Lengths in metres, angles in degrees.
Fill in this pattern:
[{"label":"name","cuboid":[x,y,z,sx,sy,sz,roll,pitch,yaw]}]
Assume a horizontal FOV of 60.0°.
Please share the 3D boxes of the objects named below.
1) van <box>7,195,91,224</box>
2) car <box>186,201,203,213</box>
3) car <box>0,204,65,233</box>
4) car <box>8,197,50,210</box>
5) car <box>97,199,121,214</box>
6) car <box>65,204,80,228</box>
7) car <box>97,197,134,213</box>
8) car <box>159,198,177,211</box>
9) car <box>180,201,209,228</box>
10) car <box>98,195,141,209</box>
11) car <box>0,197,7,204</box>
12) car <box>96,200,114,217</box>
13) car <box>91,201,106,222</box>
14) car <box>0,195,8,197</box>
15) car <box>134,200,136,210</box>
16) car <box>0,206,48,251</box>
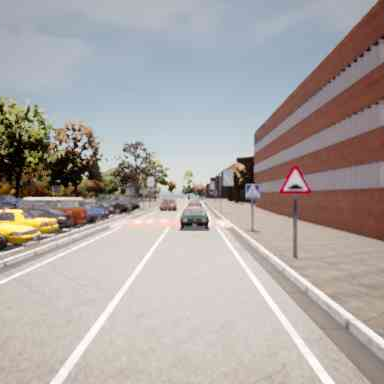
[{"label":"van","cuboid":[-9.464,1.348,22.229,4.442,1.987,1.878,0,0,0]},{"label":"car","cuboid":[0.311,1.804,41.335,1.994,1.385,4.181,0,0,1]},{"label":"car","cuboid":[-9.527,1.546,16.577,5.366,1.575,1.946,0,0,0]},{"label":"car","cuboid":[-21.882,1.524,44.739,4.553,1.767,2.185,0,-1,0]},{"label":"car","cuboid":[-9.354,1.651,30.705,4.674,1.452,2.002,0,0,0]},{"label":"car","cuboid":[-9.342,1.602,19.402,4.674,1.452,2.002,0,0,0]},{"label":"car","cuboid":[-9.357,1.633,36.356,5.008,1.535,2.097,0,0,0]},{"label":"car","cuboid":[-3.100,1.604,43.919,2.097,1.767,4.553,0,0,1]},{"label":"car","cuboid":[0.177,1.610,23.187,1.895,1.301,4.718,0,5,0]},{"label":"car","cuboid":[-9.340,1.399,42.009,5.566,2.045,2.435,0,0,0]},{"label":"car","cuboid":[-21.942,1.632,36.258,4.892,1.521,2.231,0,0,0]},{"label":"car","cuboid":[-9.357,1.639,27.879,4.674,1.452,2.002,0,0,0]},{"label":"car","cuboid":[-9.321,1.616,25.054,4.792,1.488,2.163,0,0,0]},{"label":"car","cuboid":[-21.911,1.389,38.959,5.566,2.045,2.435,0,0,0]},{"label":"car","cuboid":[-9.363,1.682,39.184,4.674,1.452,2.002,0,0,0]},{"label":"car","cuboid":[-9.153,1.534,13.751,5.366,1.575,1.946,0,0,0]}]
